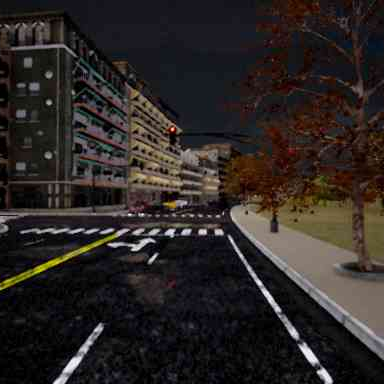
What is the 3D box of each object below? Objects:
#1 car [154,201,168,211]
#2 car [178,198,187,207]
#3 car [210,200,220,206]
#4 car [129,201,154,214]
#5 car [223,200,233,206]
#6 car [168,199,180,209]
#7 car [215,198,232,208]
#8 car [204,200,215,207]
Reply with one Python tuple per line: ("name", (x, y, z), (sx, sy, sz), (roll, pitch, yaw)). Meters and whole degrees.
("car", (-5.911, 2.486, 56.169), (1.895, 1.301, 4.718), (0, -1, 8))
("car", (-2.559, 2.492, 76.772), (2.150, 2.045, 5.566), (0, -1, 10))
("car", (6.094, 2.910, 86.962), (1.882, 1.535, 5.008), (0, -1, 13))
("car", (-7.141, 2.056, 46.169), (2.097, 1.767, 4.553), (0, -1, 6))
("car", (9.363, 2.963, 86.698), (2.128, 1.511, 4.902), (0, -1, 13))
("car", (-4.358, 2.549, 66.353), (1.882, 1.535, 5.008), (0, -1, 9))
("car", (7.263, 2.495, 76.282), (2.150, 2.045, 5.566), (0, -1, 11))
("car", (4.055, 2.801, 76.803), (2.128, 1.511, 4.902), (0, -1, 11))
